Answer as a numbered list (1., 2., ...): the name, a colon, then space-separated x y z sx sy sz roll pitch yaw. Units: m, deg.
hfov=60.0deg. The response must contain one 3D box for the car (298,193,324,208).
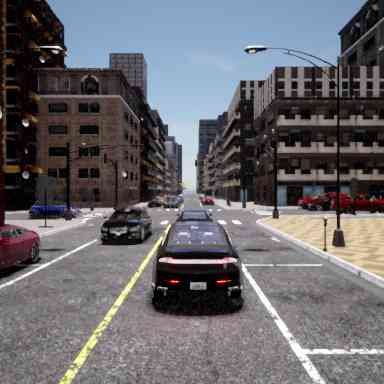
1. car: 14.606 1.014 37.572 5.009 1.841 2.192 -1 1 0

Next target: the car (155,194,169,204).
1. car: -5.613 1.335 62.646 2.192 1.841 5.009 0 0 0

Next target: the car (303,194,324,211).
1. car: 14.610 1.230 35.001 4.674 1.442 1.812 -1 0 0

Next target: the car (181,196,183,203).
1. car: -3.008 1.618 58.161 1.895 1.301 4.718 0 0 0

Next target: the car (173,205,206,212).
1. car: 0.120 1.564 17.078 1.994 1.385 4.181 0 0 0

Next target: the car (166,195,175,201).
1. car: -5.585 1.479 85.377 1.967 1.590 4.097 0 0 0

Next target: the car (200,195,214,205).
1. car: 2.760 1.457 56.955 1.967 1.590 4.097 0 0 0

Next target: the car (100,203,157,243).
1. car: -3.058 1.506 16.252 1.837 1.490 4.892 0 0 0

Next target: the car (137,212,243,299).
1. car: 0.113 1.491 8.463 2.128 1.511 4.902 0 0 0

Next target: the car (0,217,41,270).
1. car: -5.730 1.582 9.258 1.802 1.307 4.206 0 0 0

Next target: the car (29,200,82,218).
1. car: -12.827 1.569 31.423 4.553 1.767 2.097 -1 0 3

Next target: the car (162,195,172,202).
1. car: -5.599 1.469 74.011 1.967 1.590 4.097 0 0 0

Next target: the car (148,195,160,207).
1. car: -5.627 1.579 51.281 1.947 1.339 4.313 0 0 0

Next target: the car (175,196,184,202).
1. car: -2.902 1.570 79.098 2.033 1.411 5.357 0 0 0

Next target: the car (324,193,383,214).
1. car: 14.730 1.028 29.193 5.009 1.841 2.192 -1 1 0

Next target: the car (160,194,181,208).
1. car: -3.006 1.364 48.229 2.097 1.767 4.553 0 0 0
